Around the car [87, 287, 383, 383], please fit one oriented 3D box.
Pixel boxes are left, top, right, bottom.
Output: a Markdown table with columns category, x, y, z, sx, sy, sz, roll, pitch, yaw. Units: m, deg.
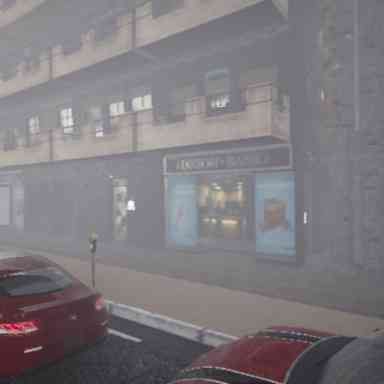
| category | x | y | z | sx | sy | sz | roll | pitch | yaw |
| --- | --- | --- | --- | --- | --- | --- | --- | --- | --- |
| car | 1.570 | 1.441 | 1.769 | 4.097 | 1.590 | 1.967 | 0 | -1 | 36 |

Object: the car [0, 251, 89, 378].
| category | x | y | z | sx | sy | sz | roll | pitch | yaw |
| --- | --- | --- | --- | --- | --- | --- | --- | --- | --- |
| car | -3.046 | 1.574 | 5.066 | 4.206 | 1.307 | 1.802 | 0 | -1 | 36 |
